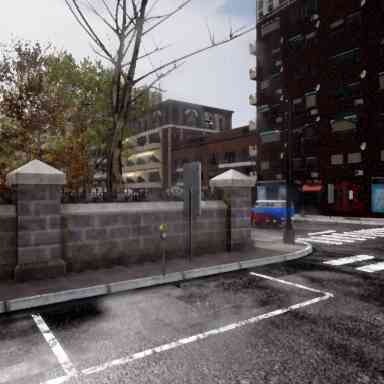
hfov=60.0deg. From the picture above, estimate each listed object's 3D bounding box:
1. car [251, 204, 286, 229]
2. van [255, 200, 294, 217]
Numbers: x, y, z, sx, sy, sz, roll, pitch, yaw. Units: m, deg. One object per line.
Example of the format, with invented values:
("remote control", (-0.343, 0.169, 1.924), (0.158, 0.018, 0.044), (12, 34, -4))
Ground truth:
("car", (4.451, 1.834, 24.264), (1.994, 1.385, 4.181), (0, -1, -36))
("van", (7.304, 1.643, 30.180), (1.690, 1.788, 3.998), (-1, 0, -36))
